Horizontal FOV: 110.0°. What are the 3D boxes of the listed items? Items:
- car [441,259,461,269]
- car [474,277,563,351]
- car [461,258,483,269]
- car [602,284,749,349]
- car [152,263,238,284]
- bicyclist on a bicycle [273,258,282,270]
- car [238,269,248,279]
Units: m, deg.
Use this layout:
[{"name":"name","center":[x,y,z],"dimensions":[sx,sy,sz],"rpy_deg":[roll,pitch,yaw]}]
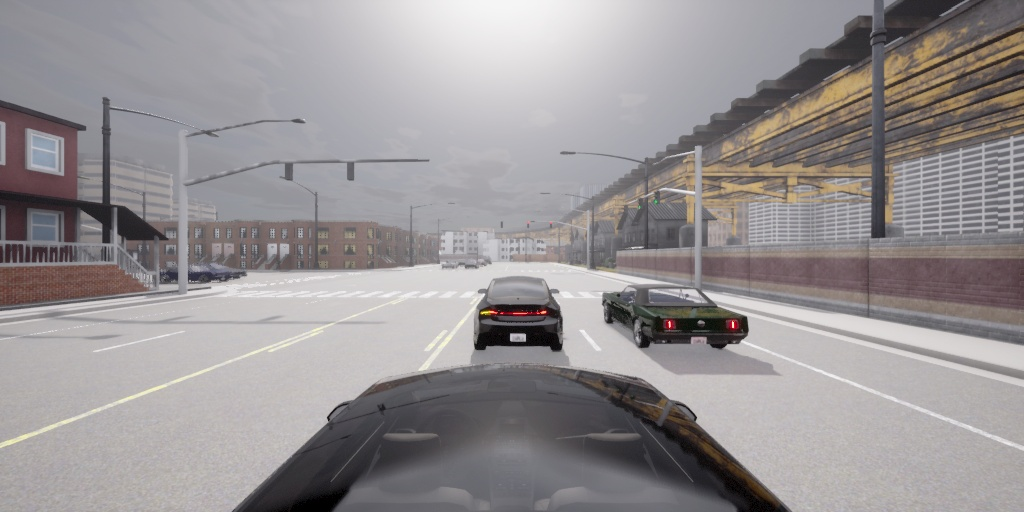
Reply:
[{"name":"car","center":[-9.814,1.351,56.664],"dimensions":[1.895,1.301,4.718],"rpy_deg":[0,0,2]},{"name":"car","center":[0.161,1.255,9.015],"dimensions":[1.837,1.490,4.892],"rpy_deg":[0,0,1]},{"name":"car","center":[-6.307,1.297,56.936],"dimensions":[2.033,1.411,5.357],"rpy_deg":[0,0,1]},{"name":"car","center":[3.667,1.351,9.155],"dimensions":[1.895,1.301,4.718],"rpy_deg":[0,0,1]},{"name":"car","center":[-23.537,1.351,26.561],"dimensions":[4.718,1.301,1.895],"rpy_deg":[0,0,2]},{"name":"bicyclist on a bicycle","center":[-30.543,1.050,46.686],"dimensions":[0.582,1.620,1.656],"rpy_deg":[0,0,1]},{"name":"car","center":[-25.431,1.297,30.128],"dimensions":[5.357,1.411,2.033],"rpy_deg":[0,0,1]}]
